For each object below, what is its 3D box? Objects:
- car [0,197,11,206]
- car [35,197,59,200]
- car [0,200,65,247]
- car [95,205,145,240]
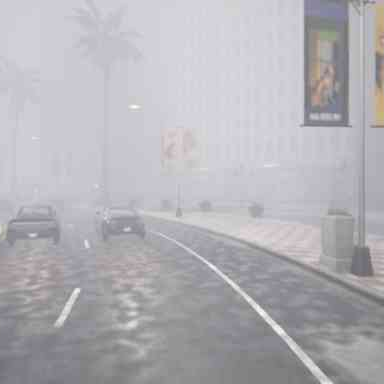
[{"bbox_3d":[-17.650,1.181,29.736,4.902,1.511,2.128,0,1,43],"label":"car"},{"bbox_3d":[-13.410,1.162,30.439,4.902,1.511,2.128,1,1,45],"label":"car"},{"bbox_3d":[-6.730,1.337,14.470,2.128,1.511,4.902,0,1,-21],"label":"car"},{"bbox_3d":[-3.496,1.345,15.801,1.812,1.442,4.674,0,1,-21],"label":"car"}]
